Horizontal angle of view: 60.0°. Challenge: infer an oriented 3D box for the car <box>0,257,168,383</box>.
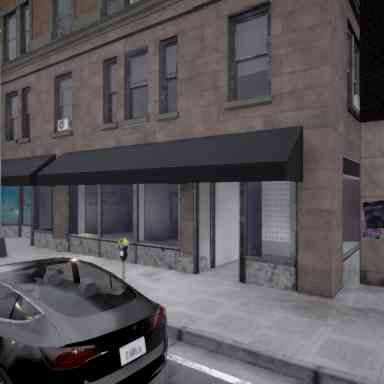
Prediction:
[{"bbox_3d":[-2.260,1.566,4.413,4.313,1.339,1.947,0,0,35],"label":"car"}]
